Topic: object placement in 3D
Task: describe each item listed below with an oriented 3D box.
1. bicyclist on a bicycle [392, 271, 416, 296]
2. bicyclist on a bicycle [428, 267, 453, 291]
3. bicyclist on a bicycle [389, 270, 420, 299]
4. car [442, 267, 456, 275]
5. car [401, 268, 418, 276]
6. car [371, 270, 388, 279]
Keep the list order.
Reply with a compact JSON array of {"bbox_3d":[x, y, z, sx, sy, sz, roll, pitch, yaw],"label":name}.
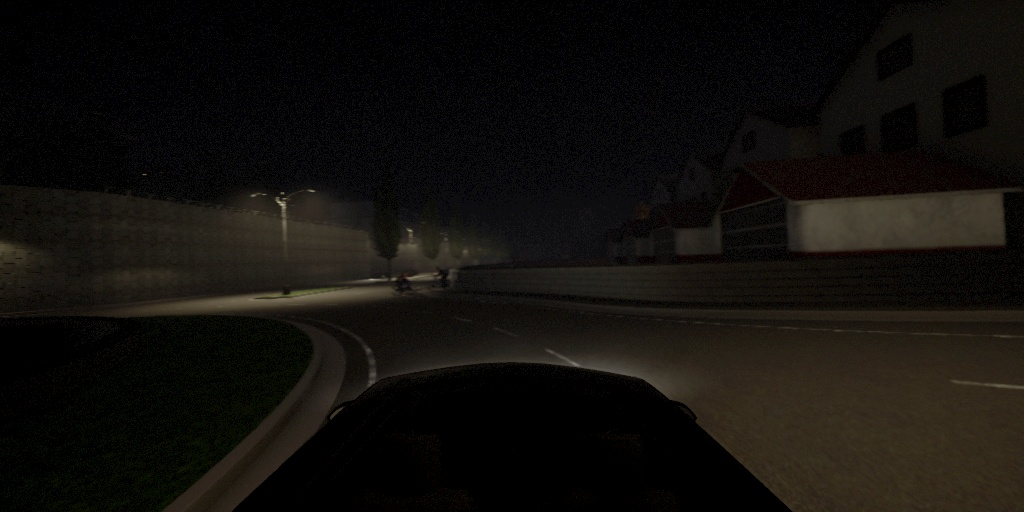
[{"bbox_3d":[-7.288,1.829,24.186,1.656,1.620,0.582,-2,-1,-29],"label":"bicyclist on a bicycle"},{"bbox_3d":[-4.905,1.562,24.468,1.656,1.620,0.582,-3,-1,-10],"label":"bicyclist on a bicycle"},{"bbox_3d":[-8.436,2.227,28.131,0.582,1.656,1.620,-4,-46,48],"label":"bicyclist on a bicycle"},{"bbox_3d":[-10.229,2.490,60.005,2.033,1.411,5.357,-3,-1,6],"label":"car"},{"bbox_3d":[-17.950,2.906,62.826,1.812,1.442,4.674,-3,-1,6],"label":"car"},{"bbox_3d":[-21.820,3.097,59.818,1.994,1.385,4.181,-3,-1,7],"label":"car"}]
